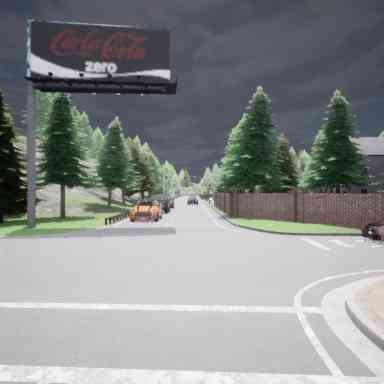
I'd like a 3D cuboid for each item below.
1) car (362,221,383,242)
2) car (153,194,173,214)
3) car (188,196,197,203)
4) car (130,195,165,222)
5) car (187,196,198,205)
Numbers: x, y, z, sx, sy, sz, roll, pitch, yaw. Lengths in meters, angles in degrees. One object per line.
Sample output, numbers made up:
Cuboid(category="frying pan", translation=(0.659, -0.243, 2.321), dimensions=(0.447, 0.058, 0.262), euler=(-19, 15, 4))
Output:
Cuboid(category="car", translation=(10.416, 1.740, 15.741), dimensions=(4.181, 1.385, 1.994), euler=(0, 0, 0))
Cuboid(category="car", translation=(-3.571, 1.222, 36.196), dimensions=(2.150, 2.045, 5.566), euler=(0, 0, 0))
Cuboid(category="car", translation=(0.158, 1.505, 68.774), dimensions=(1.837, 1.490, 4.892), euler=(0, 0, 0))
Cuboid(category="car", translation=(-3.580, 1.352, 26.502), dimensions=(2.097, 1.767, 4.553), euler=(0, 0, 0))
Cuboid(category="car", translation=(0.144, 1.601, 58.715), dimensions=(1.895, 1.301, 4.718), euler=(0, 0, 0))
